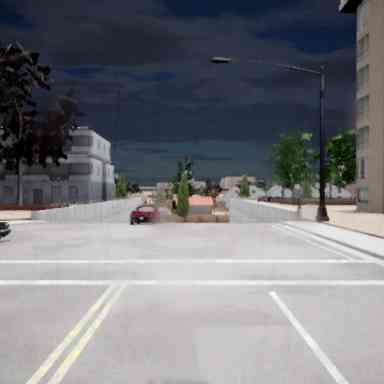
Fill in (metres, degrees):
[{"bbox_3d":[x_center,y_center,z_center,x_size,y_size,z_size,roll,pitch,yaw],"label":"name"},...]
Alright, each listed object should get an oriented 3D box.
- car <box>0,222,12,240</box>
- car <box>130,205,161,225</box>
[{"bbox_3d":[-10.539,1.587,14.526,4.718,1.301,1.895,1,0,4],"label":"car"},{"bbox_3d":[-3.552,1.753,25.962,1.882,1.535,5.008,0,-4,0],"label":"car"}]
